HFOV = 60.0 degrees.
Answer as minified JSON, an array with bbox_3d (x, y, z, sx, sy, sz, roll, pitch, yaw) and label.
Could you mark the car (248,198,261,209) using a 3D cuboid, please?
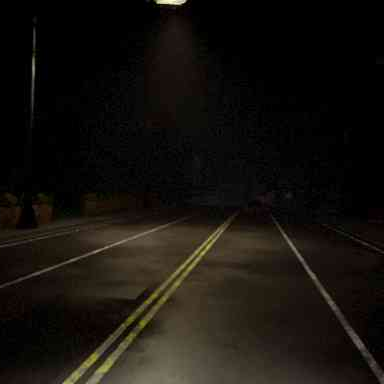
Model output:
[{"bbox_3d":[9.138,1.628,48.678,2.128,1.511,4.902,1,0,11],"label":"car"}]
